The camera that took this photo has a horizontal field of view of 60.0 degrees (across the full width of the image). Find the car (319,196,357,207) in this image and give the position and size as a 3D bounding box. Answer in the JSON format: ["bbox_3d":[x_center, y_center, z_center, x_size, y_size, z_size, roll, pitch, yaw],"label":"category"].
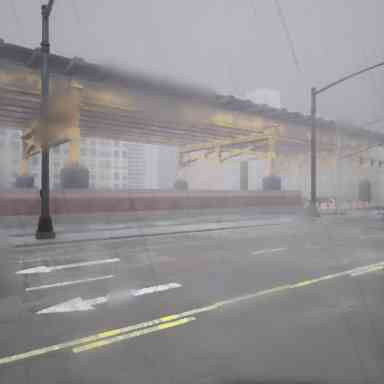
[{"bbox_3d":[22.353,1.450,51.098,4.974,1.542,2.038,0,0,-7],"label":"car"}]

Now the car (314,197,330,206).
[{"bbox_3d":[18.458,1.292,47.388,1.853,1.218,4.536,0,0,18],"label":"car"}]

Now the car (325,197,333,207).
[{"bbox_3d":[18.442,1.450,47.339,2.038,1.542,4.974,0,0,18],"label":"car"}]

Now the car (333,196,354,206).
[{"bbox_3d":[22.301,1.292,51.092,4.536,1.218,1.853,0,0,-7],"label":"car"}]

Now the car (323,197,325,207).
[{"bbox_3d":[14.697,1.450,44.654,4.974,1.542,2.038,0,0,8],"label":"car"}]

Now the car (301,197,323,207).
[{"bbox_3d":[14.646,1.292,44.661,4.536,1.218,1.853,0,0,8],"label":"car"}]
